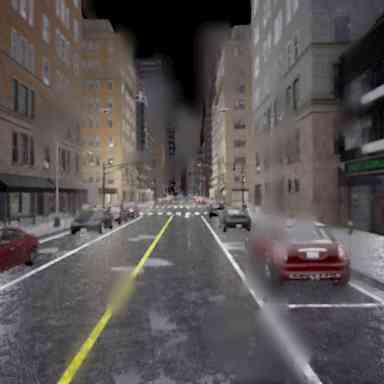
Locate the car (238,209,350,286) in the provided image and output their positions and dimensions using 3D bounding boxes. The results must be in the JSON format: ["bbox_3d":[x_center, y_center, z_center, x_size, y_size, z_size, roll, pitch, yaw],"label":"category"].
[{"bbox_3d":[2.726,1.470,9.530,1.967,1.590,4.097,-1,0,-1],"label":"car"}]

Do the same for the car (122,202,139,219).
[{"bbox_3d":[-6.147,1.659,31.397,1.967,1.590,4.097,-1,0,-1],"label":"car"}]

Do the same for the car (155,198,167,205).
[{"bbox_3d":[-6.700,2.041,68.494,1.802,1.307,4.206,-1,0,-1],"label":"car"}]

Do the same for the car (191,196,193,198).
[{"bbox_3d":[1.518,2.001,90.250,1.967,1.590,4.097,-1,0,-1],"label":"car"}]

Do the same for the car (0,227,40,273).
[{"bbox_3d":[-5.796,1.678,9.394,1.802,1.307,4.206,-1,0,-1],"label":"car"}]

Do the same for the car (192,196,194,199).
[{"bbox_3d":[1.672,2.024,79.433,2.008,1.369,4.403,-1,0,-1],"label":"car"}]

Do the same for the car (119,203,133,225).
[{"bbox_3d":[-6.059,1.769,25.895,1.802,1.307,4.206,-1,0,-1],"label":"car"}]

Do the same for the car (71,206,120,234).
[{"bbox_3d":[-5.971,1.722,20.395,1.947,1.339,4.313,-1,0,-1],"label":"car"}]

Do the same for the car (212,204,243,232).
[{"bbox_3d":[2.553,1.641,20.530,2.008,1.369,4.403,-1,0,-1],"label":"car"}]

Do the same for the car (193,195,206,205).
[{"bbox_3d":[1.822,1.833,68.617,1.967,1.590,4.097,-1,0,-1],"label":"car"}]

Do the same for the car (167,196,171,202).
[{"bbox_3d":[-6.852,2.090,79.310,2.008,1.369,4.403,-1,0,-1],"label":"car"}]

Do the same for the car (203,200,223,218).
[{"bbox_3d":[2.378,1.718,31.531,1.947,1.339,4.313,-1,0,-1],"label":"car"}]

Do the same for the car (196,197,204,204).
[{"bbox_3d":[1.745,1.959,74.195,1.752,1.417,4.829,-1,0,-1],"label":"car"}]

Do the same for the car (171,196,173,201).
[{"bbox_3d":[-7.077,2.217,95.366,1.752,1.417,4.829,-1,0,-1],"label":"car"}]
